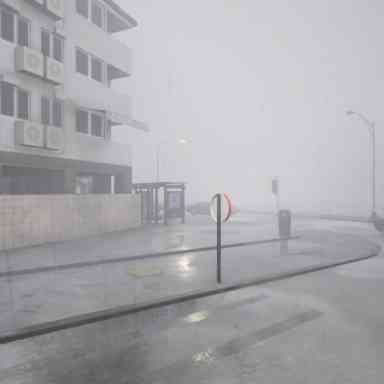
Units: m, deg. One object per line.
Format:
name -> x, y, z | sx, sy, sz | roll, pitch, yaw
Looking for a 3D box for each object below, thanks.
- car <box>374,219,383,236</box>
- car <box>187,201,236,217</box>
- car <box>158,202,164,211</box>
car -> 10.395, 1.601, 14.732 | 1.895, 1.301, 4.718 | 0, 0, -6
car -> 1.627, 1.548, 30.297 | 2.033, 1.411, 5.357 | 0, 0, -35
car -> -4.994, 1.563, 39.618 | 1.994, 1.385, 4.181 | 0, 0, -35
